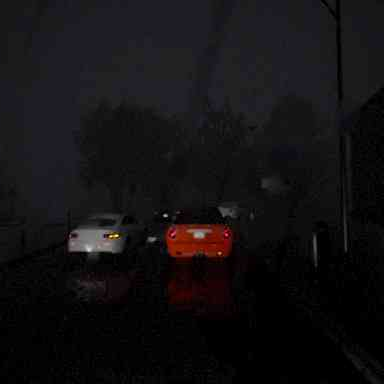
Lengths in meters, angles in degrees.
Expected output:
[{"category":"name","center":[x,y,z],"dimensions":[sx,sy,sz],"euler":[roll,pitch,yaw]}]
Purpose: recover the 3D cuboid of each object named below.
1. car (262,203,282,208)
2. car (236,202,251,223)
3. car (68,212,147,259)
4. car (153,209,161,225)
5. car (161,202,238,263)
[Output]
[{"category":"car","center":[19.037,3.278,79.391],"dimensions":[4.902,1.511,2.128],"euler":[-3,-5,41]},{"category":"car","center":[2.920,1.439,23.895],"dimensions":[1.812,1.442,4.674],"euler":[-2,-2,23]},{"category":"car","center":[-2.908,1.450,12.169],"dimensions":[1.812,1.442,4.674],"euler":[0,0,3]},{"category":"car","center":[-1.097,1.496,22.823],"dimensions":[1.994,1.385,4.181],"euler":[-1,-2,16]},{"category":"car","center":[0.328,1.268,11.870],"dimensions":[2.097,1.767,4.553],"euler":[0,1,3]}]
